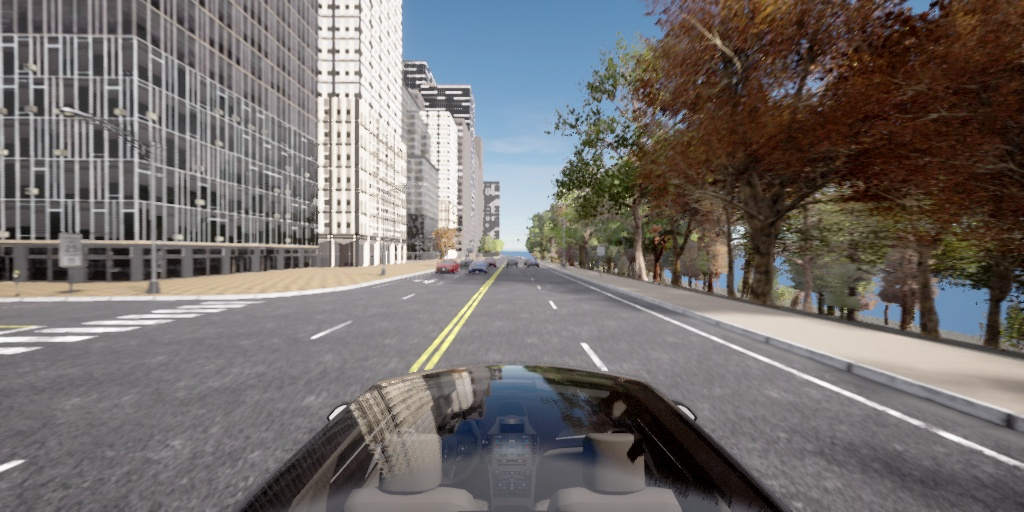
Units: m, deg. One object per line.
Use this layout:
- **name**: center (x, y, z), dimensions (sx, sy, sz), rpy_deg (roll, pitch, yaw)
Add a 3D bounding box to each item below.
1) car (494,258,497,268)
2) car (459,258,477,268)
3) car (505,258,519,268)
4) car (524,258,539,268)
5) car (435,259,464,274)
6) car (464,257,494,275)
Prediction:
- **car**: center (-3.264, 0.983, 53.359), dimensions (1.882, 1.535, 5.008), rpy_deg (0, 0, 1)
- **car**: center (-6.515, 1.050, 53.431), dimensions (1.994, 1.385, 4.181), rpy_deg (0, 0, 1)
- **car**: center (0.036, 1.004, 56.213), dimensions (2.128, 1.511, 4.902), rpy_deg (0, 0, 0)
- **car**: center (3.285, 1.078, 56.198), dimensions (2.033, 1.411, 5.357), rpy_deg (0, 0, 0)
- **car**: center (-6.557, 1.032, 36.958), dimensions (1.882, 1.535, 5.008), rpy_deg (0, 0, 0)
- **car**: center (-3.310, 1.121, 36.729), dimensions (2.033, 1.411, 5.357), rpy_deg (0, 0, 0)
